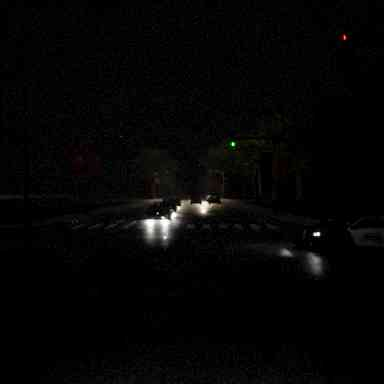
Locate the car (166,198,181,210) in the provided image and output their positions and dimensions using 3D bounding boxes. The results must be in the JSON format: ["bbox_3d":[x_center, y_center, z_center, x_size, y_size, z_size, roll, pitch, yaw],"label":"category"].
[{"bbox_3d":[-2.737,1.515,39.722,2.128,1.511,4.902,0,0,0],"label":"car"}]

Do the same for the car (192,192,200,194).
[{"bbox_3d":[0.796,1.081,70.081,2.150,2.045,5.566,0,0,0],"label":"car"}]

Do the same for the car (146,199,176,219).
[{"bbox_3d":[-2.796,1.586,29.374,1.994,1.385,4.181,0,0,1],"label":"car"}]

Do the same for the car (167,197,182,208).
[{"bbox_3d":[-2.642,1.573,51.201,2.033,1.411,5.357,0,0,1],"label":"car"}]

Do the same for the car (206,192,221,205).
[{"bbox_3d":[3.982,1.369,59.992,2.097,1.767,4.553,0,0,0],"label":"car"}]

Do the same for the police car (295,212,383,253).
[{"bbox_3d":[6.804,1.623,13.411,4.974,1.542,2.038,1,0,1],"label":"police car"}]

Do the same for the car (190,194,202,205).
[{"bbox_3d":[0.732,1.586,60.043,1.994,1.385,4.181,0,0,0],"label":"car"}]
